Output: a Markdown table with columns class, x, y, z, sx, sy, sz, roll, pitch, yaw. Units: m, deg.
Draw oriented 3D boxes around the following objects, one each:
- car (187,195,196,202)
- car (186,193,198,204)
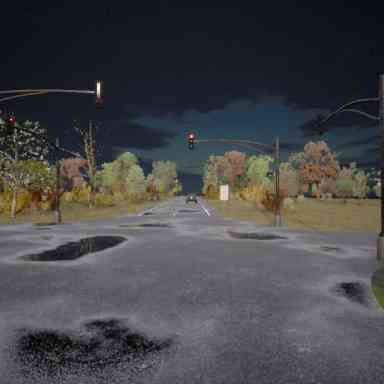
| class | x | y | z | sx | sy | sz | roll | pitch | yaw |
| --- | --- | --- | --- | --- | --- | --- | --- | --- | --- |
| car | -0.055 | 1.464 | 77.963 | 2.033 | 1.411 | 5.357 | 0 | 0 | 0 |
| car | -0.047 | 1.292 | 67.572 | 2.150 | 2.045 | 5.566 | 0 | 0 | 0 |
